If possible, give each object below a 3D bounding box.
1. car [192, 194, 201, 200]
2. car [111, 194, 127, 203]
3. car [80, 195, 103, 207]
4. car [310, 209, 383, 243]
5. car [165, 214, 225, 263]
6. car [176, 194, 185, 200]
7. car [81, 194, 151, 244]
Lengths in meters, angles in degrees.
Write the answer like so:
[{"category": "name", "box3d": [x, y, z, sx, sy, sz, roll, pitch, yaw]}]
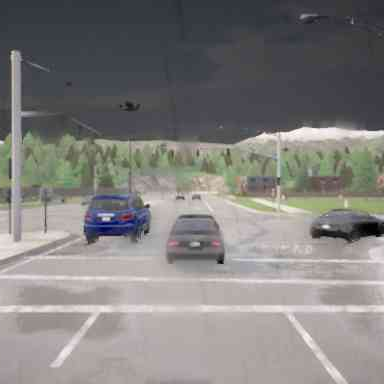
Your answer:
[{"category": "car", "box3d": [0.983, 1.031, 72.212, 1.994, 1.385, 4.181, 0, 0, 1]}, {"category": "car", "box3d": [-14.139, 1.174, 64.755, 1.882, 1.535, 5.008, 0, 1, 1]}, {"category": "car", "box3d": [-14.467, 1.269, 48.108, 1.837, 1.490, 4.892, 0, 1, 1]}, {"category": "car", "box3d": [7.499, 1.485, 15.784, 4.181, 1.385, 1.994, 0, 0, -37]}, {"category": "car", "box3d": [0.135, 1.489, 11.736, 2.033, 1.411, 5.357, 0, 0, 1]}, {"category": "car", "box3d": [-2.516, 1.073, 72.293, 1.895, 1.301, 4.718, 0, 0, 1]}, {"category": "car", "box3d": [-3.296, 1.143, 15.625, 2.150, 2.045, 5.566, 0, 0, 1]}]
